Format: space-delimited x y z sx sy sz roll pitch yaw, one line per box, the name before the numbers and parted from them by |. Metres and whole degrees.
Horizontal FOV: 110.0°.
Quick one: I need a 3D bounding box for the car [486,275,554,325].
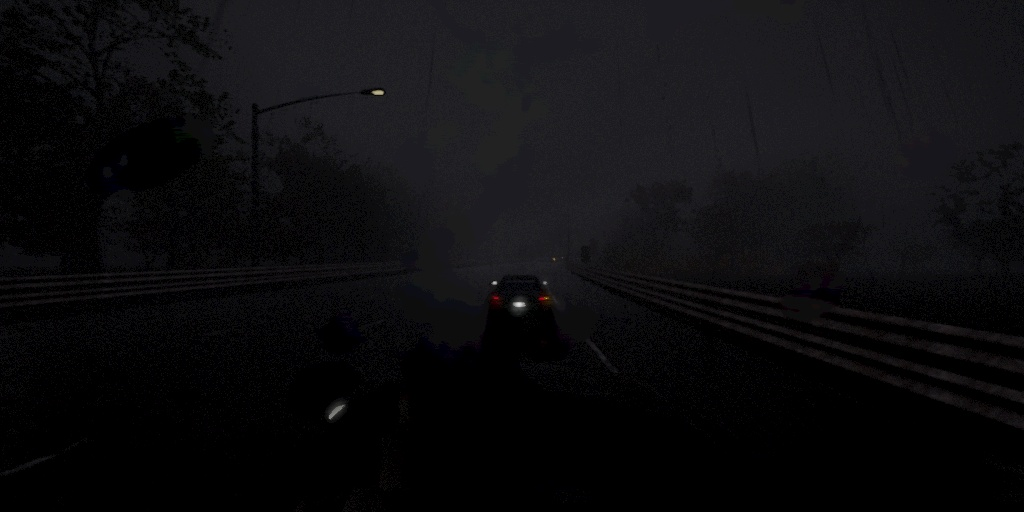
car | 0.266 1.315 11.911 1.994 1.385 4.181 0 0 1
